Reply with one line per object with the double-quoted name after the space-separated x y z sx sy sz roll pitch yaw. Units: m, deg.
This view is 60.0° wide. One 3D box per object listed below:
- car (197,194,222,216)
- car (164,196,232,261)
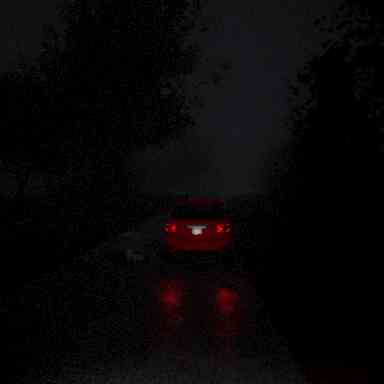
1.574 1.048 28.864 1.882 1.535 5.008 0 2 6 "car"
0.291 1.195 12.389 2.150 2.045 5.566 0 1 3 "car"
